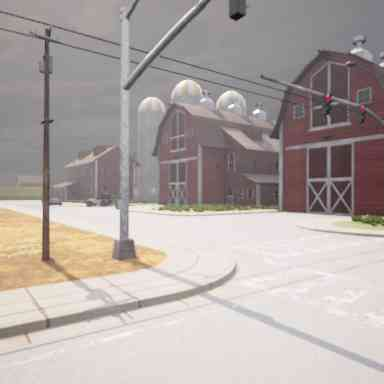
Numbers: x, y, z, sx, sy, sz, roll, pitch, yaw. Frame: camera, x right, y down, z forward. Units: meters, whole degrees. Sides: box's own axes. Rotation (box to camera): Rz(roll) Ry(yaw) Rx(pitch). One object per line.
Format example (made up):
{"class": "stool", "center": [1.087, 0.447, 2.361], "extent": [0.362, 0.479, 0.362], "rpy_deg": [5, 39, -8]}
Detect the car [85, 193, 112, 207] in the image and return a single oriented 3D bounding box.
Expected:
{"class": "car", "center": [-14.046, 1.207, 50.436], "extent": [3.866, 1.878, 1.905], "rpy_deg": [-2, 5, 11]}

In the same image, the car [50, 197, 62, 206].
{"class": "car", "center": [-23.521, 1.604, 56.415], "extent": [1.994, 1.385, 4.181], "rpy_deg": [0, 0, -36]}
